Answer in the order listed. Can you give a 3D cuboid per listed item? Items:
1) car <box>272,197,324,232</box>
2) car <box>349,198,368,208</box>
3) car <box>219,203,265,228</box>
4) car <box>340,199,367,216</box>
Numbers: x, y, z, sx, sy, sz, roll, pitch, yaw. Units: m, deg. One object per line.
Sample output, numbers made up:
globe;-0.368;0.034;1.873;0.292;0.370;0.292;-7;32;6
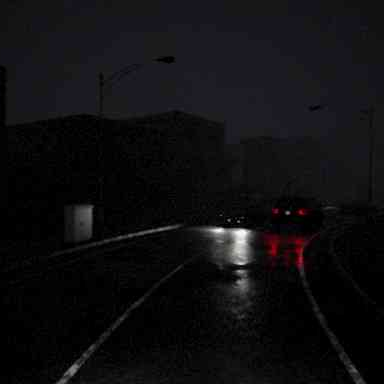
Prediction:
car;6.892;1.324;21.348;2.150;2.045;5.566;1;0;32
car;27.719;1.853;55.259;1.882;1.535;5.008;1;0;38
car;3.577;1.546;22.964;1.837;1.490;4.892;1;0;31
car;17.496;1.732;36.009;1.882;1.535;5.008;1;0;37
